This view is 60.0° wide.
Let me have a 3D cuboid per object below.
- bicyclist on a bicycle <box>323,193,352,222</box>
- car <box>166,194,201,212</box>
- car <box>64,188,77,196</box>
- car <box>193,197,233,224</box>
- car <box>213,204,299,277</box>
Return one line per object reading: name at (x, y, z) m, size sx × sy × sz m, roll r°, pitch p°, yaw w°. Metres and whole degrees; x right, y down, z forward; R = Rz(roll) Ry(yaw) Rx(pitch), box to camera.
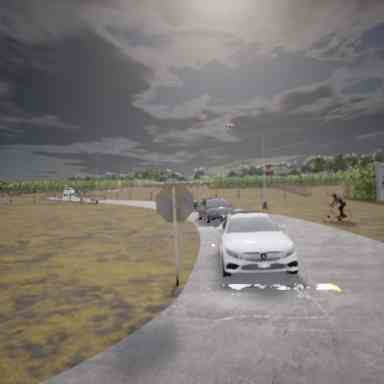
bicyclist on a bicycle at (8.023, 0.885, 18.391) m, size 1.656 × 1.620 × 0.582 m, roll -1°, pitch 1°, yaw -3°
car at (-0.955, 1.007, 32.379) m, size 1.882 × 1.535 × 5.008 m, roll -3°, pitch 1°, yaw -20°
car at (-31.535, -0.082, 85.347) m, size 2.150 × 2.045 × 5.566 m, roll -3°, pitch 2°, yaw -14°
car at (1.532, 1.127, 21.408) m, size 1.837 × 1.490 × 4.892 m, roll -3°, pitch 1°, yaw -8°
car at (1.704, 1.327, 9.795) m, size 1.812 × 1.442 × 4.674 m, roll -3°, pitch 1°, yaw 2°
